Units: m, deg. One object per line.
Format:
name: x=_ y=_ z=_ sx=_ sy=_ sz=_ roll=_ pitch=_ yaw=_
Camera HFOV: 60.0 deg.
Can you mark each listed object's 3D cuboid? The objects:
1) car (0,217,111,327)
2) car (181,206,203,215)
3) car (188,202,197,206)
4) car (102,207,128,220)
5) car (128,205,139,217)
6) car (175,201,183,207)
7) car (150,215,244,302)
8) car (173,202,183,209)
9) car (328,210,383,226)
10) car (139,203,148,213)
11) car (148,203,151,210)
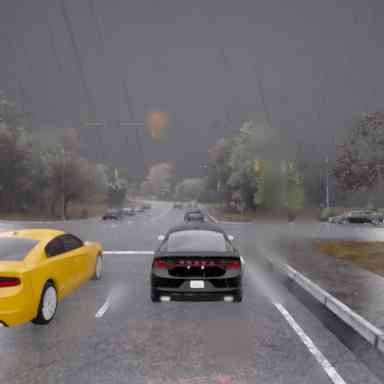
car: x=-3.406 y=1.545 z=7.248 sx=1.882 sy=1.535 sz=5.008 roll=0 pitch=-1 yaw=0
car: x=0.232 y=2.787 z=39.815 sx=2.128 sy=1.511 sz=4.902 roll=0 pitch=-2 yaw=-7
car: x=0.242 y=3.325 z=68.848 sx=1.994 sy=1.385 sz=4.181 roll=0 pitch=0 yaw=0
car: x=-10.519 y=3.017 z=44.711 sx=2.033 sy=1.411 sz=5.357 roll=0 pitch=-2 yaw=1
car: x=-10.471 y=3.230 z=54.581 sx=1.812 sy=1.442 sz=4.674 roll=0 pitch=-1 yaw=0
car: x=-3.440 y=3.196 z=86.701 sx=1.994 sy=1.385 sz=4.181 roll=0 pitch=0 yaw=-3
car: x=0.102 y=1.568 z=8.490 sx=1.882 sy=1.535 sz=5.008 roll=0 pitch=-1 yaw=0
car: x=-3.342 y=3.209 z=76.633 sx=1.837 sy=1.490 sz=4.892 roll=0 pitch=0 yaw=0
car: x=15.530 y=2.439 z=31.613 sx=4.902 sy=1.511 sz=2.128 roll=0 pitch=-2 yaw=-2
car: x=-10.408 y=3.268 z=64.686 sx=2.128 sy=1.511 sz=4.902 roll=0 pitch=0 yaw=1
car: x=-10.345 y=3.256 z=75.266 sx=2.033 sy=1.411 sz=5.357 roll=0 pitch=0 yaw=0
